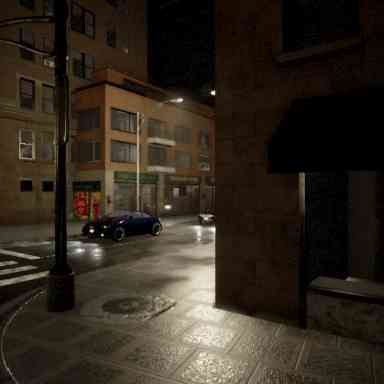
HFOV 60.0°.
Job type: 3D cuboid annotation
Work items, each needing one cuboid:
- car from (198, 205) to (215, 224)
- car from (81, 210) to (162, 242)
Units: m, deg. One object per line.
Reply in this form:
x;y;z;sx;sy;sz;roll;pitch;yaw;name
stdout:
2.309;1.580;24.737;1.812;1.442;4.674;0;0;35;car
-3.400;1.594;16.725;1.994;1.385;4.181;0;0;35;car
